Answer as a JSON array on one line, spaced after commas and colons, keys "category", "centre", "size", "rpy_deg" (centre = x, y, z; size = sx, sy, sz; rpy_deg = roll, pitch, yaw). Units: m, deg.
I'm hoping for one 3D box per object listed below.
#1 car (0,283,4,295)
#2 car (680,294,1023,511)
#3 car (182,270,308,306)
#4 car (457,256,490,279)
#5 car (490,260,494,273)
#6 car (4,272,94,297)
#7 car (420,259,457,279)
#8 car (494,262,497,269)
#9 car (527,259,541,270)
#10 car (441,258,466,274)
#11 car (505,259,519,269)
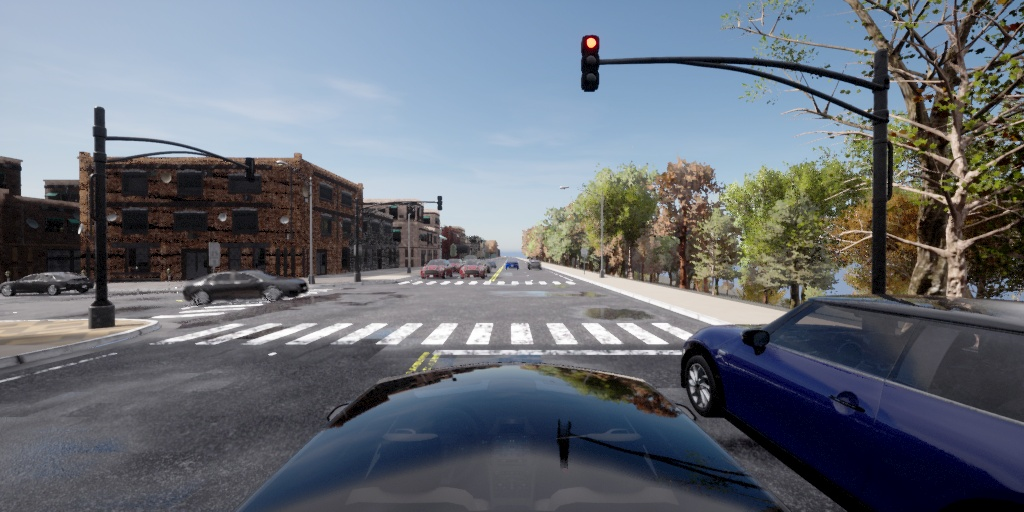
[{"category": "car", "centre": [-22.619, 1.686, 13.379], "size": [4.313, 1.339, 1.948], "rpy_deg": [0, 0, -1]}, {"category": "car", "centre": [3.350, 1.102, 3.068], "size": [2.097, 1.767, 4.553], "rpy_deg": [0, 0, 0]}, {"category": "car", "centre": [-12.230, 1.398, 16.645], "size": [4.892, 1.490, 1.837], "rpy_deg": [-3, 1, -7]}, {"category": "car", "centre": [-3.375, 1.098, 32.263], "size": [2.097, 1.767, 4.553], "rpy_deg": [0, 0, 0]}, {"category": "car", "centre": [-3.401, 1.223, 41.360], "size": [1.882, 1.535, 5.008], "rpy_deg": [0, 0, 0]}, {"category": "car", "centre": [-28.327, 1.671, 21.900], "size": [4.403, 1.370, 2.007], "rpy_deg": [0, 0, -1]}, {"category": "car", "centre": [-6.689, 1.098, 32.278], "size": [2.097, 1.767, 4.553], "rpy_deg": [0, 0, 2]}, {"category": "car", "centre": [-3.441, 1.309, 56.099], "size": [1.994, 1.385, 4.181], "rpy_deg": [0, 0, -1]}, {"category": "car", "centre": [3.263, 1.236, 53.016], "size": [2.128, 1.511, 4.902], "rpy_deg": [0, 0, 0]}, {"category": "car", "centre": [-6.650, 1.098, 41.081], "size": [2.097, 1.767, 4.553], "rpy_deg": [0, 0, 0]}, {"category": "car", "centre": [0.009, 1.222, 54.621], "size": [1.882, 1.535, 5.008], "rpy_deg": [0, 0, 0]}]
